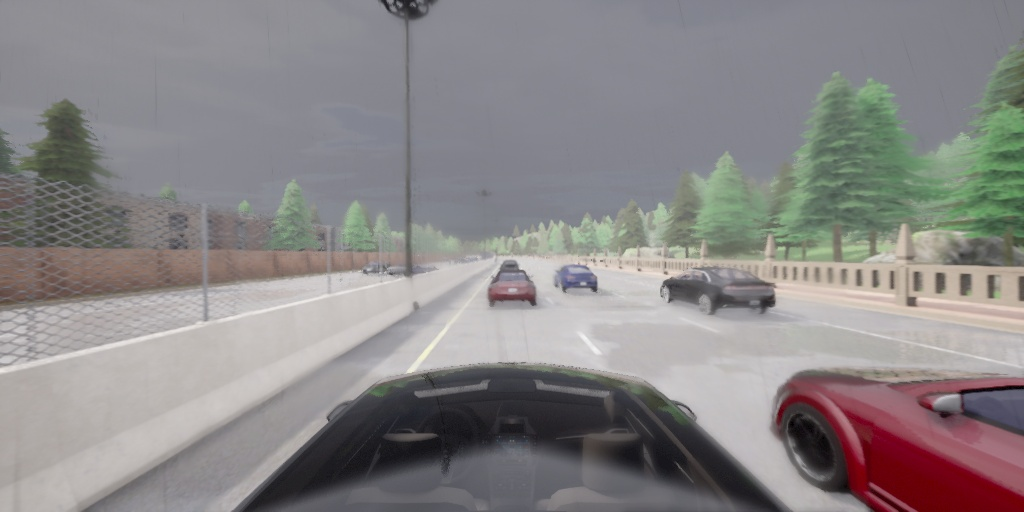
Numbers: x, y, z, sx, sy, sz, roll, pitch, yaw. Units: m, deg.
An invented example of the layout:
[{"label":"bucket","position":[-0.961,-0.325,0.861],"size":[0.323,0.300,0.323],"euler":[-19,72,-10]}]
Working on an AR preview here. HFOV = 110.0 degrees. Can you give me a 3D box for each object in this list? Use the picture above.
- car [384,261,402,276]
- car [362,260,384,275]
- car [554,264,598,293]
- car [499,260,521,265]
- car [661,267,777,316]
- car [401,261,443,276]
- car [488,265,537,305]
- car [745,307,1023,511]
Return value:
[{"label":"car","position":[-10.876,1.317,36.103],"size":[1.895,1.301,4.718],"euler":[0,0,0]},{"label":"car","position":[-14.394,1.228,38.496],"size":[2.128,1.511,4.902],"euler":[0,0,0]},{"label":"car","position":[3.448,1.179,19.767],"size":[1.812,1.442,4.674],"euler":[0,0,-1]},{"label":"car","position":[-0.185,1.132,35.367],"size":[1.837,1.490,4.892],"euler":[0,0,0]},{"label":"car","position":[7.015,1.140,12.809],"size":[2.128,1.511,4.902],"euler":[0,0,0]},{"label":"car","position":[-7.322,1.310,29.674],"size":[1.895,1.301,4.718],"euler":[0,0,0]},{"label":"car","position":[0.012,1.262,15.623],"size":[1.994,1.385,4.181],"euler":[0,0,-1]},{"label":"car","position":[3.520,1.283,1.821],"size":[1.994,1.385,4.181],"euler":[0,0,1]}]
